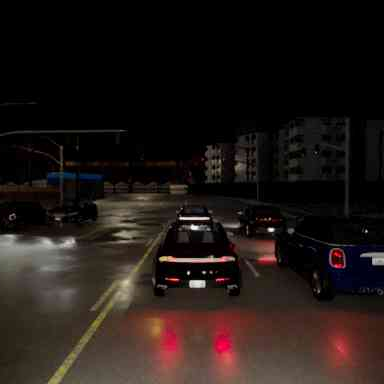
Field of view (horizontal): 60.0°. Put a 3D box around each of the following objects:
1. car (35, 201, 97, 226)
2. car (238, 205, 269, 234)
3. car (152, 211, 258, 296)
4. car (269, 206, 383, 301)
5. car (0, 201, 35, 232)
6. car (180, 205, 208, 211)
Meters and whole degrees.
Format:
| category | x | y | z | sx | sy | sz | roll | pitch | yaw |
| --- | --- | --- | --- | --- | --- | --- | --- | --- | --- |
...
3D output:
| category | x | y | z | sx | sy | sz | roll | pitch | yaw |
| --- | --- | --- | --- | --- | --- | --- | --- | --- | --- |
| car | -6.984 | 1.126 | 19.801 | 2.128 | 1.511 | 4.902 | 0 | 0 | 0 |
| car | 3.615 | 1.462 | 17.622 | 1.837 | 1.490 | 4.892 | 0 | 0 | 0 |
| car | 0.106 | 1.484 | 8.594 | 2.128 | 1.511 | 4.902 | 0 | 0 | 0 |
| car | 3.607 | 1.345 | 8.501 | 2.097 | 1.767 | 4.553 | 0 | 0 | 0 |
| car | -10.486 | 1.344 | 19.839 | 2.097 | 1.767 | 4.553 | 0 | 0 | 0 |
| car | 0.116 | 1.443 | 18.007 | 2.128 | 1.511 | 4.902 | 0 | 0 | 0 |
